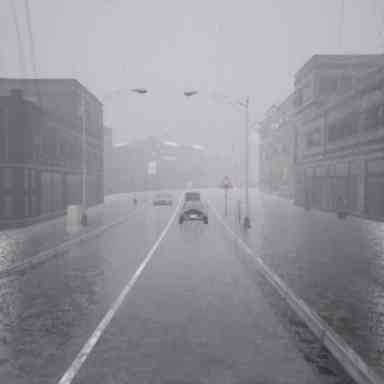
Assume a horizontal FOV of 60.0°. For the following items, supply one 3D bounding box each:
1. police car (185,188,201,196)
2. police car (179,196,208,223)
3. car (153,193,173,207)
[{"bbox_3d":[0.095,0.271,42.453,1.930,1.638,5.238,0,3,0],"label":"police car"},{"bbox_3d":[0.099,1.327,24.068,2.038,1.542,4.974,0,2,0],"label":"police car"},{"bbox_3d":[-3.089,0.832,36.350,1.994,1.385,4.181,0,4,0],"label":"car"}]
